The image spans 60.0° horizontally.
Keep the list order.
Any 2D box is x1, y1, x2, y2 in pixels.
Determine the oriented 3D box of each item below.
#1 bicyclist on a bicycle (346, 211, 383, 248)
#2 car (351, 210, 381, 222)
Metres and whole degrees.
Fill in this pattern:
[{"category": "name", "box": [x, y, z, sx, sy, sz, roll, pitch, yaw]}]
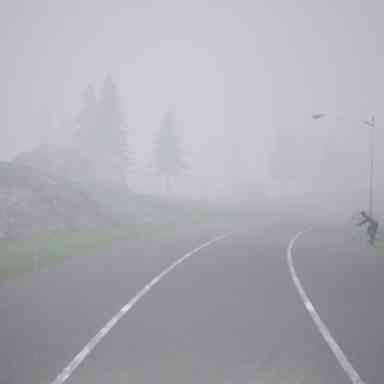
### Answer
[{"category": "bicyclist on a bicycle", "box": [7.953, 1.692, 15.190, 1.656, 1.620, 0.582, 2, 0, 21]}, {"category": "car", "box": [21.135, 2.894, 40.368, 4.181, 1.385, 1.994, 4, -1, -36]}]
